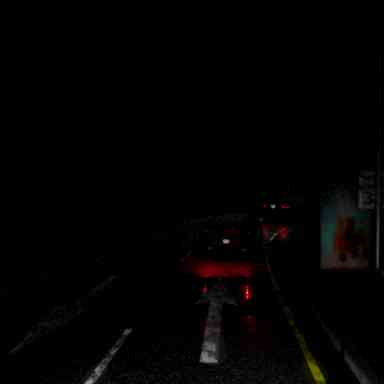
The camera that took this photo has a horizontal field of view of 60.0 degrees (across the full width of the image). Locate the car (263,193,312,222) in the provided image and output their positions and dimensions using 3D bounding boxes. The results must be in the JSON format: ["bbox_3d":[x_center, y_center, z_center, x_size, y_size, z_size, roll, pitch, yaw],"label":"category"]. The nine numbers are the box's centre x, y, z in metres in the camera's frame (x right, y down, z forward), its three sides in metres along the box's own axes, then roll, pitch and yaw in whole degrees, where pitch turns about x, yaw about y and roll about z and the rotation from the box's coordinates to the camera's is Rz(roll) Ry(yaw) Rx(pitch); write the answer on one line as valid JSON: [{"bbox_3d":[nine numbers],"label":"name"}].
[{"bbox_3d":[7.251,1.052,24.891,2.150,2.045,5.566,1,2,39],"label":"car"}]

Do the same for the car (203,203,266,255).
[{"bbox_3d":[1.804,1.474,13.542,1.882,1.535,5.008,0,1,16],"label":"car"}]
